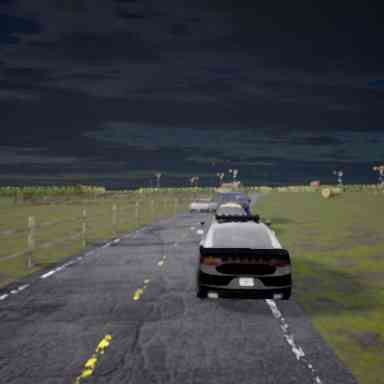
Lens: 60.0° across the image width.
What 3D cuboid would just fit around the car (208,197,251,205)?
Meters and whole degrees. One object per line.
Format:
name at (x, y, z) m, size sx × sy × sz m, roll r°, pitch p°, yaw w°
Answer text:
car at (2.136, 1.311, 18.319) m, size 1.801 × 1.575 × 5.366 m, roll 0°, pitch 0°, yaw 8°

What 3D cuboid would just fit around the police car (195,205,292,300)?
police car at (1.129, 1.361, 8.443) m, size 1.930 × 1.638 × 5.238 m, roll 0°, pitch 0°, yaw 4°

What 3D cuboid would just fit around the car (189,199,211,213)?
car at (1.037, 1.337, 32.693) m, size 1.895 × 1.301 × 4.718 m, roll 0°, pitch 0°, yaw 12°

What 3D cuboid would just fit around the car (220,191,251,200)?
car at (3.029, 1.033, 23.997) m, size 2.150 × 2.045 × 5.566 m, roll 0°, pitch 0°, yaw 10°

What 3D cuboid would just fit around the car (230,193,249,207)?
car at (6.303, 0.994, 43.811) m, size 2.097 × 1.767 × 4.553 m, roll 0°, pitch 1°, yaw 13°

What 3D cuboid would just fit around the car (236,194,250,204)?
car at (8.370, 1.119, 53.966) m, size 1.994 × 1.385 × 4.181 m, roll 0°, pitch 1°, yaw 12°

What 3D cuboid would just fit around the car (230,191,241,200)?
car at (9.701, 0.714, 73.340) m, size 2.097 × 1.767 × 4.553 m, roll 0°, pitch 1°, yaw 12°
